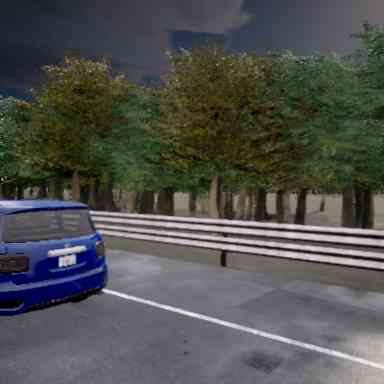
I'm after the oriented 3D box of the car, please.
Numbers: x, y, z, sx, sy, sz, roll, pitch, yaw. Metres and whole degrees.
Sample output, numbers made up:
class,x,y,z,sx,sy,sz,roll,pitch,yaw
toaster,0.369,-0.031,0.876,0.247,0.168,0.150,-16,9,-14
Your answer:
class,x,y,z,sx,sy,sz,roll,pitch,yaw
car,-4.150,1.154,6.827,5.566,2.045,2.150,1,0,35
